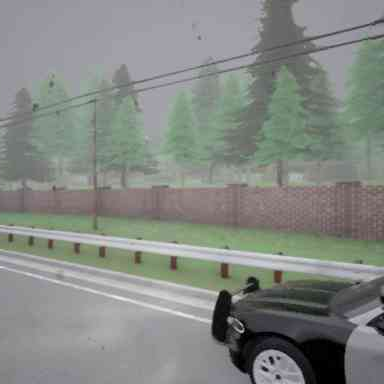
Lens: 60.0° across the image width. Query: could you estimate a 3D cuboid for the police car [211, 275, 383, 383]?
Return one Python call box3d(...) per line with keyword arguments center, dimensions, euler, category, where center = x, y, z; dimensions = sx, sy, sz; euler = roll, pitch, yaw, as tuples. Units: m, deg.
box3d(center=(2.629, 1.425, 3.283), dimensions=(5.238, 1.638, 1.930), euler=(0, 0, 36), category="police car")
